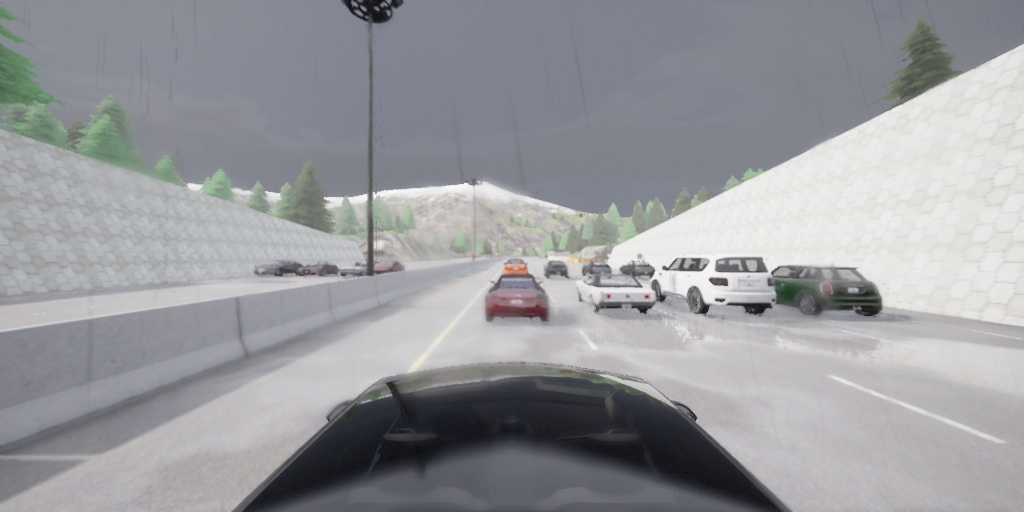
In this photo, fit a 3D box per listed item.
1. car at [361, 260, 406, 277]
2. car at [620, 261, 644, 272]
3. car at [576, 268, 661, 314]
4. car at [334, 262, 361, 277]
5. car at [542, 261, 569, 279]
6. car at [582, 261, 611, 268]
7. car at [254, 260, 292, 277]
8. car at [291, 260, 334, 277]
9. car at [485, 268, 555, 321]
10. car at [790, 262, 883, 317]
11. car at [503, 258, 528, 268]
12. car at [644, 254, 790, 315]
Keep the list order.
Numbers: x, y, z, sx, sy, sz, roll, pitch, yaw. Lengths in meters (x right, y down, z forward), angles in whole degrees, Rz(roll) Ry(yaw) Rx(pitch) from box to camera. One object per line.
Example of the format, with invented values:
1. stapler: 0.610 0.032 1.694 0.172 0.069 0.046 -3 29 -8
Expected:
1. car: -10.355 1.097 29.847 1.882 1.535 5.008 0 0 1
2. car: 10.806 1.154 31.255 2.128 1.511 4.902 0 0 0
3. car: 3.676 1.314 13.638 1.895 1.301 4.718 0 0 0
4. car: -13.809 1.203 32.583 1.895 1.301 4.718 0 0 1
5. car: 3.807 1.151 31.372 1.837 1.490 4.892 0 0 0
6. car: 7.305 1.146 31.284 2.128 1.511 4.902 0 0 0
7. car: -20.817 1.079 32.254 2.128 1.511 4.902 0 0 1
8. car: -17.318 1.159 32.252 1.994 1.385 4.181 0 0 1
9. car: 0.165 1.275 12.231 1.994 1.385 4.181 0 0 0
10. car: 10.675 1.083 13.315 2.097 1.767 4.553 0 0 0
11. car: 0.304 0.992 31.074 2.097 1.767 4.553 0 0 0
12. car: 7.176 0.943 13.498 2.150 2.045 5.566 0 0 0
